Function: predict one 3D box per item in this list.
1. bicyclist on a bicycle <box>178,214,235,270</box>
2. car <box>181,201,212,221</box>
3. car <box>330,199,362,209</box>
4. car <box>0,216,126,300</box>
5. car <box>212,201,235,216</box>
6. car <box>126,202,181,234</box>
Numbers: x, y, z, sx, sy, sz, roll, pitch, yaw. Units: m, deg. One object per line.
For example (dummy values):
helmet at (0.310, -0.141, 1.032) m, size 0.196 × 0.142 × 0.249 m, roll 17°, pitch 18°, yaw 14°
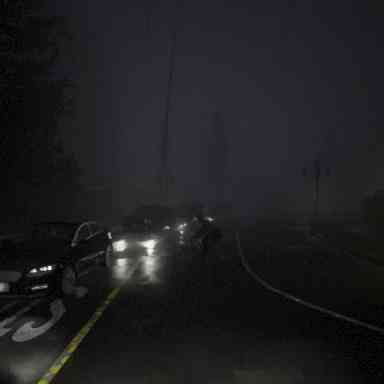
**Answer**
bicyclist on a bicycle at (0.401, 1.454, 9.535) m, size 1.656 × 1.620 × 0.582 m, roll -1°, pitch 0°, yaw 0°
car at (-0.344, 1.498, 27.248) m, size 2.128 × 1.511 × 4.902 m, roll 0°, pitch 0°, yaw 22°
car at (20.892, 1.599, 44.875) m, size 4.718 × 1.301 × 1.895 m, roll 0°, pitch 0°, yaw -28°
car at (-3.444, 1.492, 8.578) m, size 2.128 × 1.511 × 4.902 m, roll 0°, pitch 0°, yaw 3°
car at (2.407, 1.551, 32.438) m, size 2.033 × 1.411 × 5.357 m, roll 0°, pitch 0°, yaw 31°
car at (-2.395, 1.481, 19.493) m, size 1.882 × 1.535 × 5.008 m, roll 0°, pitch 0°, yaw 13°
